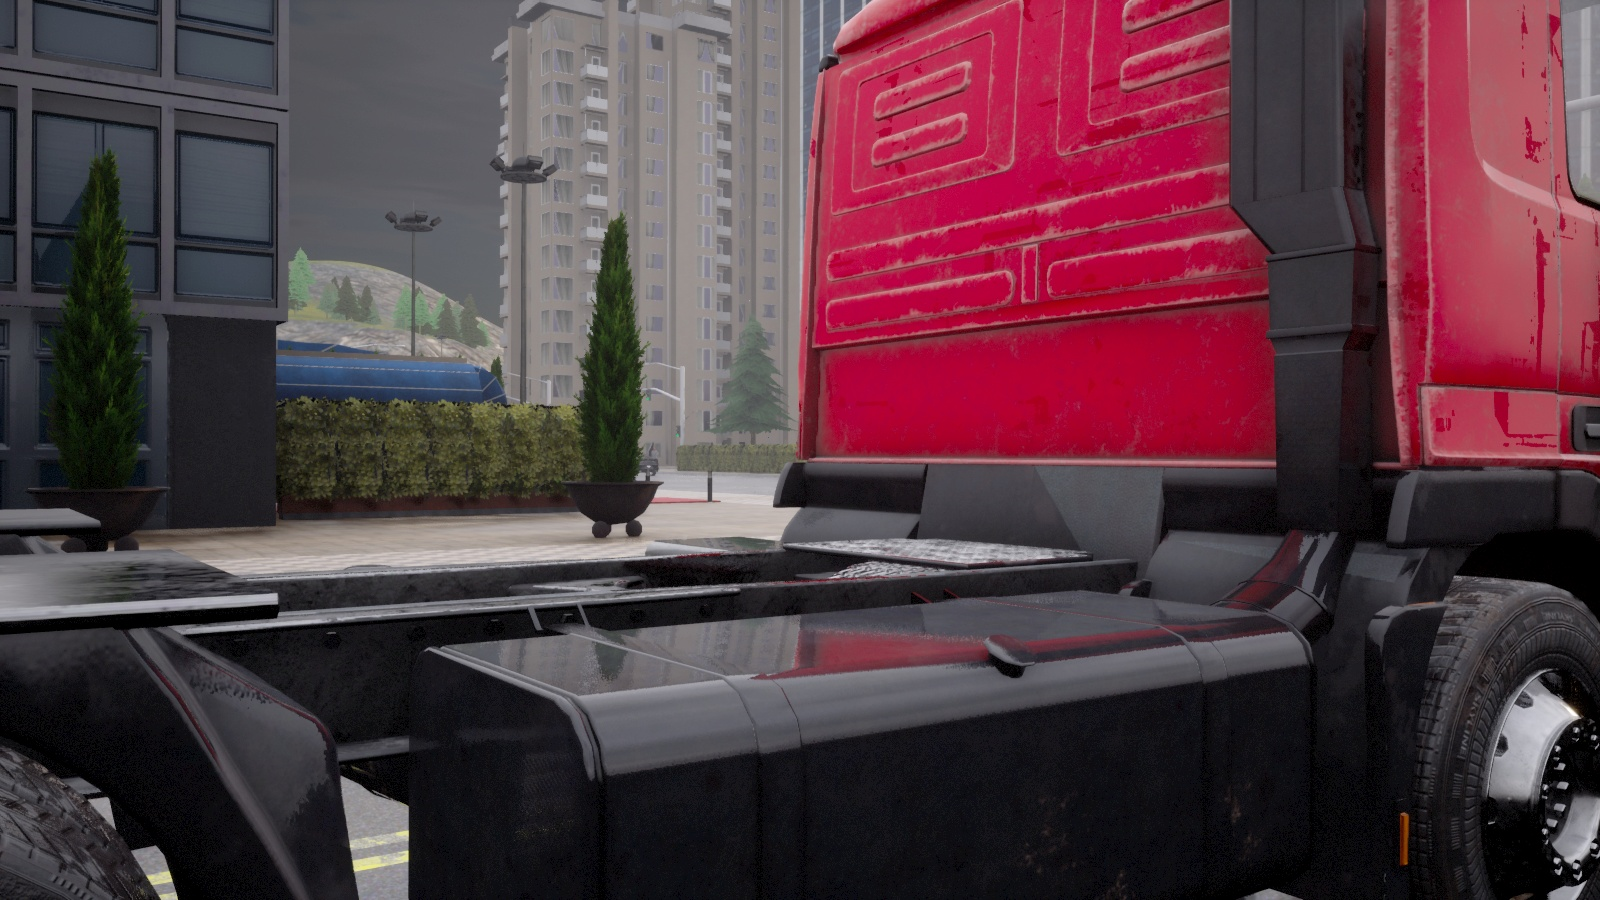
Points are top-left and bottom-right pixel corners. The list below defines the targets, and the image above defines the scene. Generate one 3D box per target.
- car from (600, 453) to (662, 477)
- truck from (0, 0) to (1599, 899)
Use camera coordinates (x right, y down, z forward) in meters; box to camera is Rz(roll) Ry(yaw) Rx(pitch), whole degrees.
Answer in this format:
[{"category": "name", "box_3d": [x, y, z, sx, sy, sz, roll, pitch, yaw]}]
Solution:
[{"category": "car", "box_3d": [-10.939, 0.944, 81.072, 1.882, 1.535, 5.008, 0, 0, -35]}, {"category": "truck", "box_3d": [-0.663, -0.228, 3.201, 7.936, 3.462, 2.891, 0, 0, -35]}]
